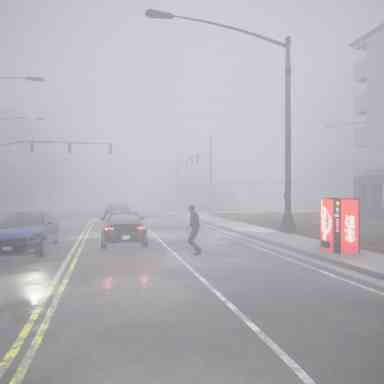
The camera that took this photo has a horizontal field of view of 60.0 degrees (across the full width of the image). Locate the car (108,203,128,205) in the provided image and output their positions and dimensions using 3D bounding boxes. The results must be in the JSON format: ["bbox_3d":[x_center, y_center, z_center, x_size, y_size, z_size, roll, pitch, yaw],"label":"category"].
[{"bbox_3d":[-5.250,1.477,23.414,1.882,1.535,5.008,0,0,-14],"label":"car"}]

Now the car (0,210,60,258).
[{"bbox_3d":[-6.317,1.477,12.702,1.882,1.535,5.008,0,0,-14],"label":"car"}]

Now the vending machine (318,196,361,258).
[{"bbox_3d":[5.230,1.195,11.823,1.100,2.100,0.880,0,0,-14],"label":"vending machine"}]

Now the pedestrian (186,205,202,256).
[{"bbox_3d":[0.059,1.294,11.579,0.375,1.860,0.375,0,0,-14],"label":"pedestrian"}]

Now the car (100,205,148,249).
[{"bbox_3d":[-3.027,1.526,14.638,1.812,1.442,4.674,0,0,-14],"label":"car"}]
